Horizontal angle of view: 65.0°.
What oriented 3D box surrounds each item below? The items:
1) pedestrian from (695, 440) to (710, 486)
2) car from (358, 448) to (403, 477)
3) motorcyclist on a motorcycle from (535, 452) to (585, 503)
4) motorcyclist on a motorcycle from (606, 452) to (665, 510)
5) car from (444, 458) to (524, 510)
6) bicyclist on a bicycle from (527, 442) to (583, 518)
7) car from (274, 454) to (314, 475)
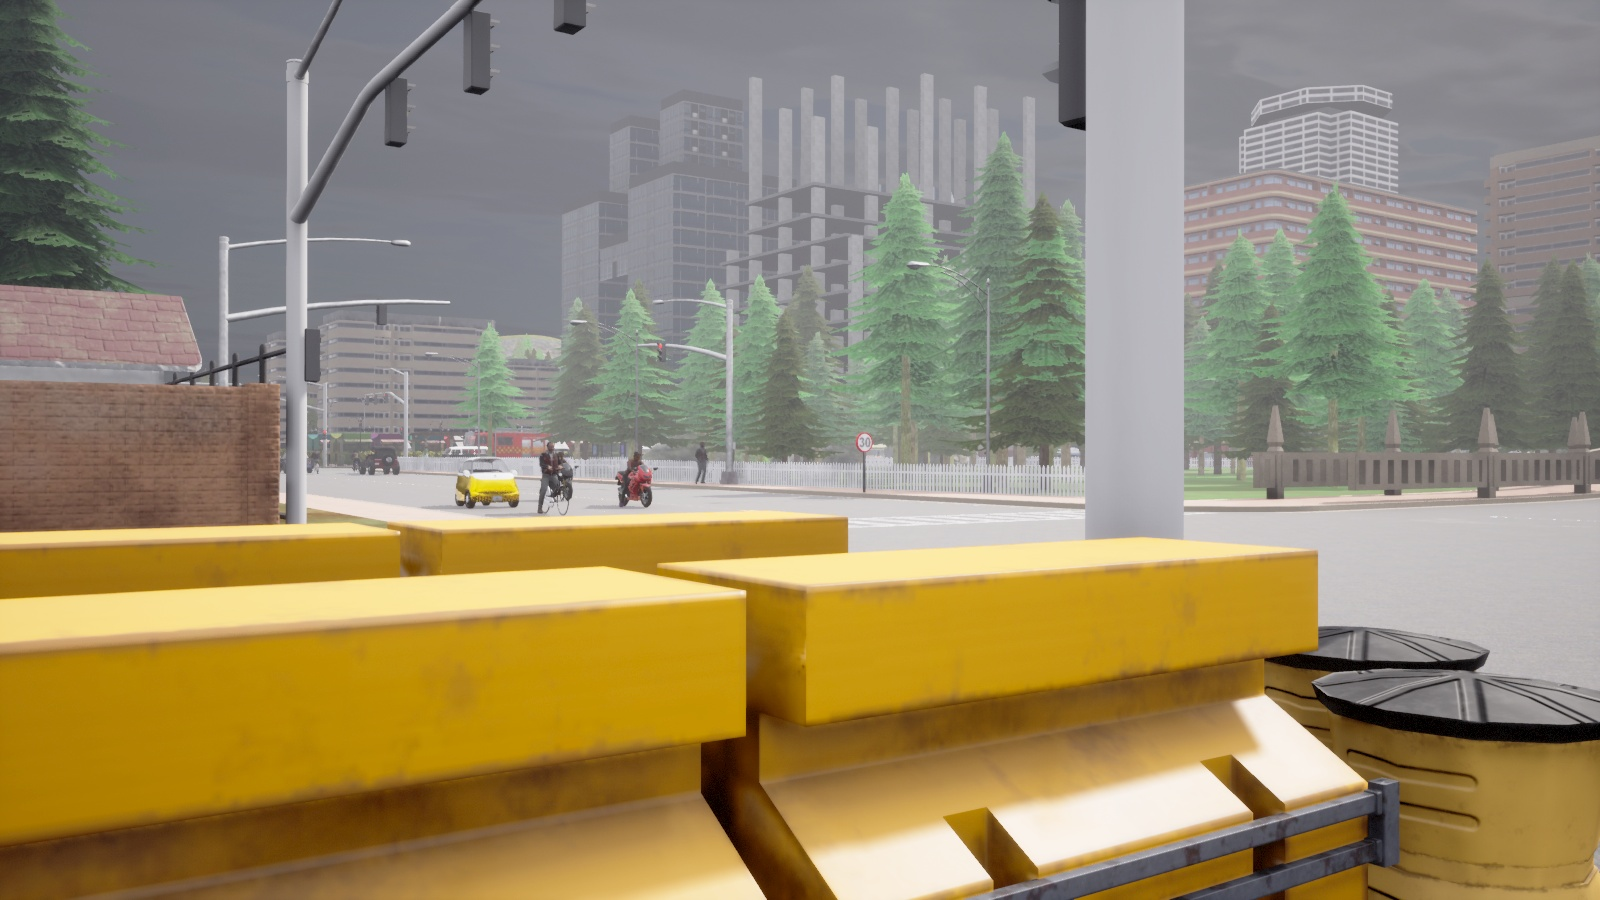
[{"bbox_3d":[-4.123,0.542,53.122,0.402,1.930,0.666,0,0,-32],"label":"pedestrian"},{"bbox_3d":[-27.683,0.802,82.736,1.905,1.878,3.866,0,0,-33],"label":"car"},{"bbox_3d":[-7.445,0.838,38.845,0.797,1.523,2.044,0,0,-33],"label":"motorcyclist on a motorcycle"},{"bbox_3d":[-4.504,0.820,34.329,0.797,1.523,2.044,0,0,-33],"label":"motorcyclist on a motorcycle"},{"bbox_3d":[-8.624,0.902,34.242,1.481,1.376,2.207,0,-1,-33],"label":"car"},{"bbox_3d":[-5.881,0.701,30.030,0.659,1.776,1.843,0,0,-33],"label":"bicyclist on a bicycle"},{"bbox_3d":[-35.762,1.003,88.727,1.970,1.475,3.806,0,0,-33],"label":"car"}]
